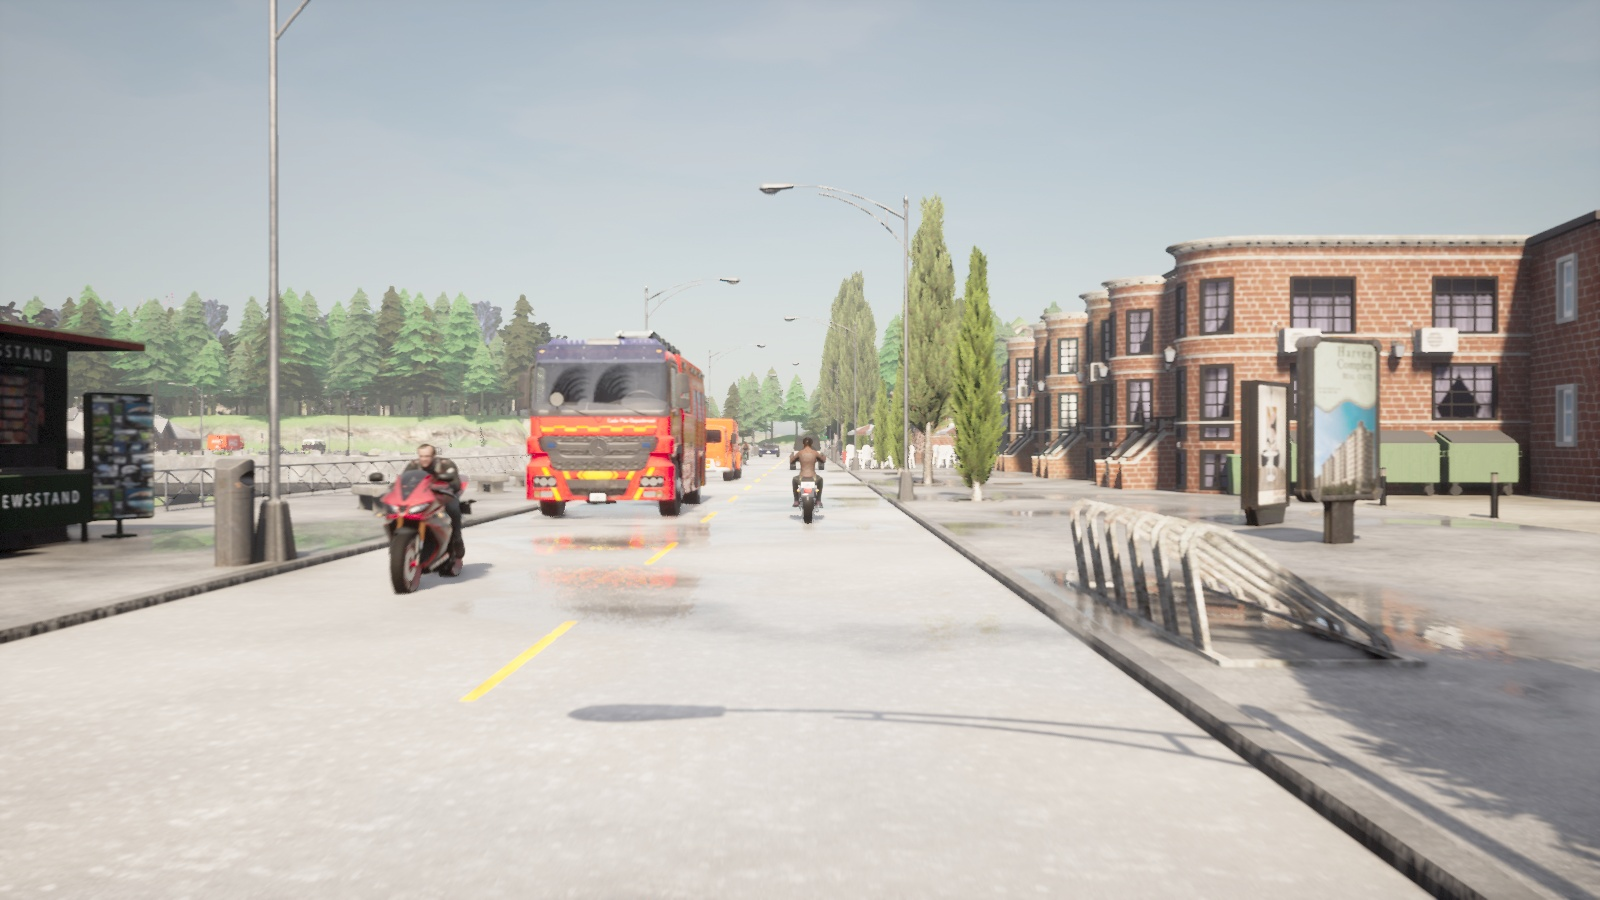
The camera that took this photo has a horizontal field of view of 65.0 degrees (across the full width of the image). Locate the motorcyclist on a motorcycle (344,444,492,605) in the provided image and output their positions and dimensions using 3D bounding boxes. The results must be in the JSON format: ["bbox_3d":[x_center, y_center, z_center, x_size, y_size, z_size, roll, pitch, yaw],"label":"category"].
[{"bbox_3d":[-3.913,0.705,13.087,0.866,1.530,2.191,0,0,0],"label":"motorcyclist on a motorcycle"}]

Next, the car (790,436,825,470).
[{"bbox_3d":[0.403,0.147,70.188,1.905,1.878,3.866,0,0,0],"label":"car"}]

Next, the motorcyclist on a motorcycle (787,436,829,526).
[{"bbox_3d":[0.150,0.560,24.251,0.766,1.649,2.350,0,0,0],"label":"motorcyclist on a motorcycle"}]

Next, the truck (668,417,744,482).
[{"bbox_3d":[-3.705,-0.027,50.379,2.627,2.467,5.204,0,0,0],"label":"truck"}]

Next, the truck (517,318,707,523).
[{"bbox_3d":[-3.831,-0.578,27.767,2.891,3.827,8.468,0,0,0],"label":"truck"}]
